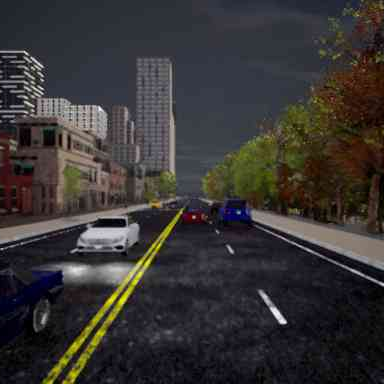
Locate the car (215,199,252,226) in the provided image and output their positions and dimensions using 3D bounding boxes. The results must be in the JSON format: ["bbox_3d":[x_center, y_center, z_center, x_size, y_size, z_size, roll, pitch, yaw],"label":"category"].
[{"bbox_3d":[3.358,1.582,26.551,2.150,2.045,5.566,0,0,0],"label":"car"}]

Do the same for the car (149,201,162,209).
[{"bbox_3d":[-6.516,2.267,59.299,1.882,1.535,5.008,0,-1,1],"label":"car"}]

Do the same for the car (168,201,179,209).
[{"bbox_3d":[-3.265,2.316,59.320,1.812,1.442,4.674,0,-1,1],"label":"car"}]

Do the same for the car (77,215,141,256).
[{"bbox_3d":[-3.335,1.718,14.169,1.812,1.442,4.674,0,-1,0],"label":"car"}]

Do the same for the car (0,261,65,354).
[{"bbox_3d":[-3.347,1.658,4.088,1.895,1.301,4.718,0,-1,0],"label":"car"}]

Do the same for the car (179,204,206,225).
[{"bbox_3d":[0.119,1.938,27.774,1.994,1.385,4.181,0,-1,-1],"label":"car"}]

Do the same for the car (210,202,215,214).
[{"bbox_3d":[3.331,2.060,43.593,1.882,1.535,5.008,0,0,0],"label":"car"}]
